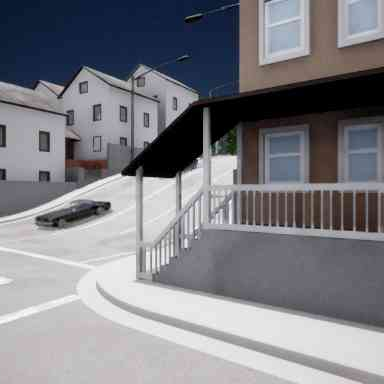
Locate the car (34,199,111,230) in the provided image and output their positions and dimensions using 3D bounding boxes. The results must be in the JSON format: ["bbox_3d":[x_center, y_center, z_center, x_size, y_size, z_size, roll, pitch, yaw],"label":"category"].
[{"bbox_3d":[-7.508,1.283,21.211,1.895,1.301,4.718,0,11,34],"label":"car"}]

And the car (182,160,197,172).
[{"bbox_3d":[-1.282,-2.457,30.346,1.812,1.442,4.674,0,17,35],"label":"car"}]
